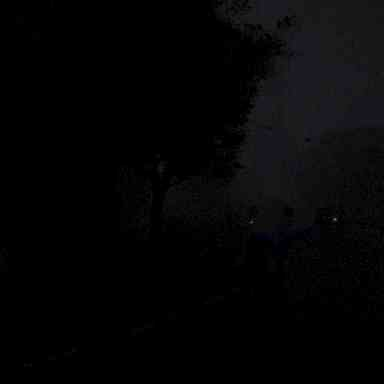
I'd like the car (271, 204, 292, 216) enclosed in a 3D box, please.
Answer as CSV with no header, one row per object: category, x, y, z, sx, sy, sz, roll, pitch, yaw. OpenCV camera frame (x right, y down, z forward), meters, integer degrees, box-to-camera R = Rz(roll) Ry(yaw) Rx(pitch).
car,11.325,2.211,42.332,1.882,1.535,5.008,-2,-1,3

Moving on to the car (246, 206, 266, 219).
car,7.499,2.380,39.756,2.033,1.411,5.357,-2,-1,3

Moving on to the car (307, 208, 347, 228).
car,10.370,1.967,25.797,1.994,1.385,4.181,-2,-1,4
